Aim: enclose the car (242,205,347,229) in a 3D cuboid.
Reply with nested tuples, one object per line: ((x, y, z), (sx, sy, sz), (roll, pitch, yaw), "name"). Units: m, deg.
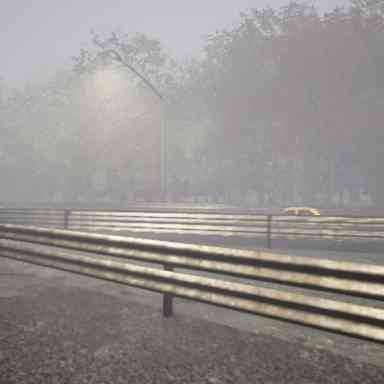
((5.499, 1.514, 18.262), (5.366, 1.575, 1.801), (0, 0, 19), "car")
